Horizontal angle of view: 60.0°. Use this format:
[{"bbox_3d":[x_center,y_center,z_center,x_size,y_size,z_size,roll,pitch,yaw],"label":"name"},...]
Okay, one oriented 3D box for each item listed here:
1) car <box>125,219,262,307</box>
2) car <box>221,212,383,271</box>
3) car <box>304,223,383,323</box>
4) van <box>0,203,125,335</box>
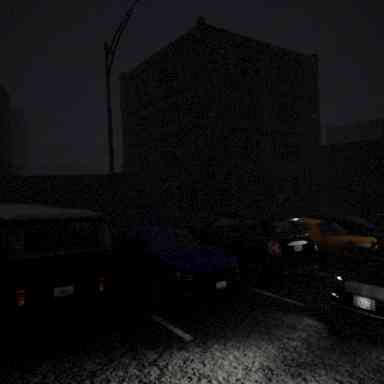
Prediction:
[{"bbox_3d":[-0.893,1.497,8.375,2.097,1.535,5.008,0,0,-36],"label":"car"},{"bbox_3d":[3.648,1.570,11.837,1.946,1.575,5.366,1,-1,-36],"label":"car"},{"bbox_3d":[4.764,1.556,6.774,4.902,1.511,2.128,1,-1,-35],"label":"car"},{"bbox_3d":[-3.216,1.255,6.854,1.878,1.987,4.442,0,0,-36],"label":"van"}]
